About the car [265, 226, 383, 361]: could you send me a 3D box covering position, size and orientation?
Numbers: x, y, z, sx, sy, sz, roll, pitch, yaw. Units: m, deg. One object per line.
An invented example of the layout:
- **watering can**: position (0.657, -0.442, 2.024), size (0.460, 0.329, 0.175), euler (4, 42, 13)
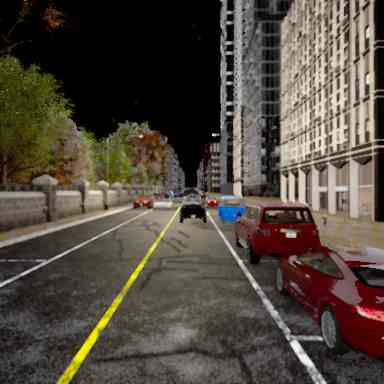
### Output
- **car**: position (2.693, 1.545, 5.752), size (1.802, 1.307, 4.206), euler (0, 0, 0)

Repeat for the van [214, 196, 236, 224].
- **van**: position (2.683, 1.190, 22.795), size (1.690, 1.788, 3.998), euler (1, 0, 0)

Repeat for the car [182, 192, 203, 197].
- **car**: position (0.072, 1.064, 41.558), size (2.097, 1.767, 4.553), euler (0, 0, 0)

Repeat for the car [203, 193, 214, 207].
- **car**: position (2.670, 1.165, 39.839), size (1.967, 1.590, 4.097), euler (1, 0, 0)

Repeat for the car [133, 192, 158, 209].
- **car**: position (-5.709, 1.039, 39.873), size (2.192, 1.841, 5.009), euler (1, 0, 0)

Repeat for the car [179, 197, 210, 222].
- **car**: position (0.084, 1.343, 24.370), size (1.837, 1.490, 4.892), euler (0, 1, 0)

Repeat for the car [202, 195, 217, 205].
- **car**: position (2.660, 1.203, 51.200), size (1.947, 1.339, 4.313), euler (1, 0, 0)

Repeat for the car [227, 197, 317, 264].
- **car**: position (2.691, 1.241, 11.433), size (2.192, 1.841, 5.009), euler (0, 0, 0)

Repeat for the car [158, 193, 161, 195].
- **car**: position (-5.715, 1.208, 45.386), size (1.752, 1.417, 4.829), euler (1, 0, 0)

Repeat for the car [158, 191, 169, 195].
- **car**: position (-5.721, 0.906, 56.920), size (2.192, 1.841, 5.009), euler (1, 0, 0)

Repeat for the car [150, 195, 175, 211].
- **car**: position (-3.123, 1.349, 36.657), size (1.895, 1.301, 4.718), euler (0, 0, 0)

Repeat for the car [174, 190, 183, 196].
- **car**: position (-3.056, 0.574, 77.374), size (2.150, 2.045, 5.566), euler (0, 1, 0)

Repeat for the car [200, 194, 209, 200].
- **car**: position (2.645, 1.037, 73.187), size (1.802, 1.307, 4.206), euler (1, 1, 0)

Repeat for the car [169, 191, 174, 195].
- **car**: position (-5.733, 0.769, 73.238), size (2.192, 1.841, 5.009), euler (1, 0, 0)

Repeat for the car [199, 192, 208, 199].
- **car**: position (2.642, 0.845, 78.803), size (1.967, 1.590, 4.097), euler (1, 1, 0)

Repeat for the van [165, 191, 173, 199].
- **van**: position (-5.741, 0.696, 84.465), size (1.690, 1.788, 3.998), euler (1, 1, 0)

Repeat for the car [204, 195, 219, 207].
- **car**: position (2.665, 1.206, 45.690), size (1.752, 1.417, 4.829), euler (1, 0, 0)
